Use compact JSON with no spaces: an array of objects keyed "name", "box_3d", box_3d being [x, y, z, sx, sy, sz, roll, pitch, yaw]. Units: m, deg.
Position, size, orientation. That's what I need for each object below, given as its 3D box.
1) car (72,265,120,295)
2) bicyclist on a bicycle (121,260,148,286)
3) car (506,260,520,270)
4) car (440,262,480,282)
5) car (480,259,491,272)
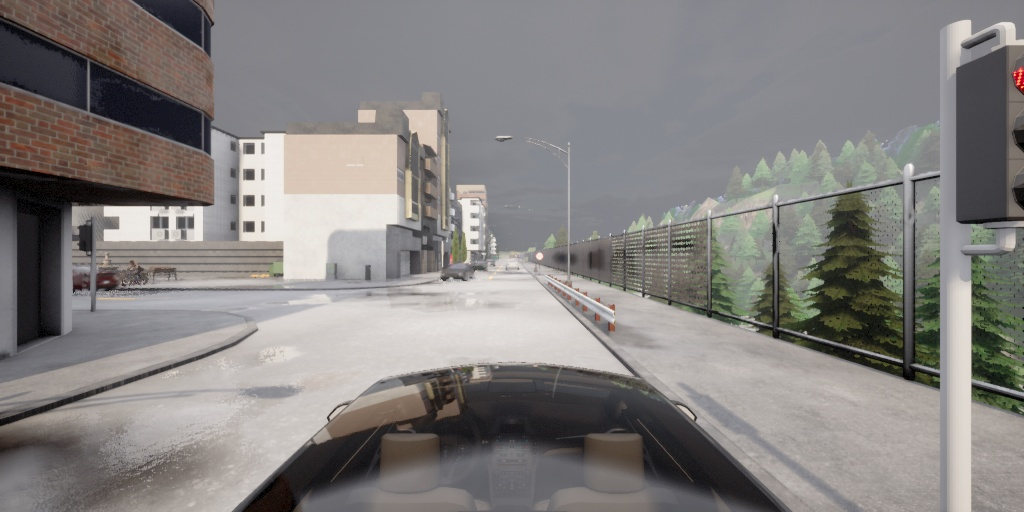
[{"name":"car","box_3d":[-23.751,1.227,18.836,5.008,1.535,1.882,0,0,0]},{"name":"bicyclist on a bicycle","box_3d":[-24.284,1.099,23.067,0.582,1.620,1.656,0,0,0]},{"name":"car","box_3d":[0.083,1.275,53.850,1.812,1.442,4.674,0,0,0]},{"name":"car","box_3d":[-4.310,1.297,29.263,2.033,1.411,5.357,0,0,4]},{"name":"car","box_3d":[-4.100,1.350,44.855,1.895,1.301,4.718,0,0,0]}]
